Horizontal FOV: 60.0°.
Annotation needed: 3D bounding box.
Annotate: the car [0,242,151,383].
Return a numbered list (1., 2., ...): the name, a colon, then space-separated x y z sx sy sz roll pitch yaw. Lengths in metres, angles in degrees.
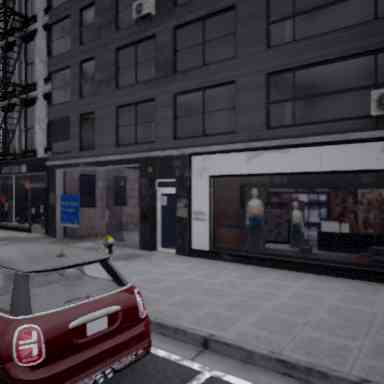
1. car: -2.582 1.440 4.648 4.097 1.590 1.967 0 0 35
